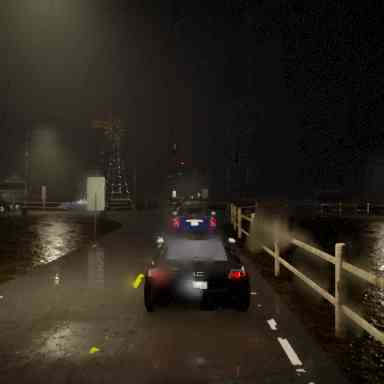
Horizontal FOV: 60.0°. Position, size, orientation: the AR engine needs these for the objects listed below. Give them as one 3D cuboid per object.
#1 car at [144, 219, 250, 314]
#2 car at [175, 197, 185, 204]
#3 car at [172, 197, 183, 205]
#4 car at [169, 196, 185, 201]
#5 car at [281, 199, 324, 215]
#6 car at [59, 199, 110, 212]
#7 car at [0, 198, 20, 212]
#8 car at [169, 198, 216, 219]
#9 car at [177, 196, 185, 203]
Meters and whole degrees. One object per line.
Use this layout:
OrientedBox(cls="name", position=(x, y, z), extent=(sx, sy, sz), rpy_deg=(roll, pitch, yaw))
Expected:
OrientedBox(cls="car", position=(0.104, 1.573, 7.714), extent=(1.994, 1.385, 4.181), rpy_deg=(0, 0, 0))
OrientedBox(cls="car", position=(-2.686, 1.879, 75.188), extent=(1.994, 1.385, 4.181), rpy_deg=(0, 0, 0))
OrientedBox(cls="car", position=(-2.737, 1.731, 65.237), extent=(1.882, 1.535, 5.008), rpy_deg=(0, 0, 1))
OrientedBox(cls="car", position=(-2.796, 1.681, 55.433), extent=(2.128, 1.511, 4.902), rpy_deg=(0, 0, 0))
OrientedBox(cls="car", position=(12.474, 1.675, 37.794), extent=(4.553, 1.767, 2.097), rpy_deg=(1, -2, 3))
OrientedBox(cls="car", position=(-12.104, 1.538, 37.697), extent=(5.357, 1.411, 2.033), rpy_deg=(1, -2, 0))
OrientedBox(cls="car", position=(-20.281, 1.292, 34.042), extent=(4.892, 1.490, 1.837), rpy_deg=(1, -2, 0))
OrientedBox(cls="car", position=(0.109, 1.380, 16.357), extent=(2.097, 1.767, 4.553), rpy_deg=(0, 0, 0))
OrientedBox(cls="car", position=(-2.675, 1.883, 85.317), extent=(1.882, 1.535, 5.008), rpy_deg=(0, 0, 0))
